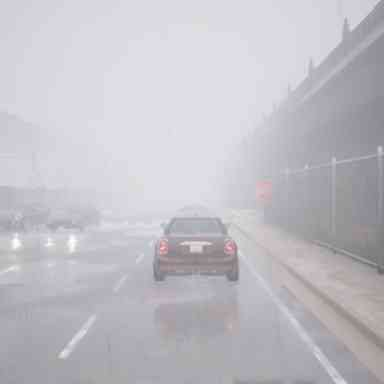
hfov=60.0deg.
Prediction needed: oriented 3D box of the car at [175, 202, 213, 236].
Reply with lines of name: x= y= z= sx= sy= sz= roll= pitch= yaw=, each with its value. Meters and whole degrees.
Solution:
car: x=0.102 y=1.444 z=19.151 sx=1.882 sy=1.535 sz=5.008 roll=0 pitch=0 yaw=0

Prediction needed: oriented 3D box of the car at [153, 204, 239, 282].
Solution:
car: x=0.099 y=1.336 z=9.894 sx=2.097 sy=1.767 sz=4.553 roll=0 pitch=0 yaw=0

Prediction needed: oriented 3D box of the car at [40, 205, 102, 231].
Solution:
car: x=-7.003 y=1.533 z=20.461 sx=2.033 sy=1.411 sz=5.357 roll=0 pitch=0 yaw=0

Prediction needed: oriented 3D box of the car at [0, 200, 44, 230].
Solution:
car: x=-10.503 y=1.380 z=20.491 sx=2.097 sy=1.767 sz=4.553 roll=0 pitch=0 yaw=0
